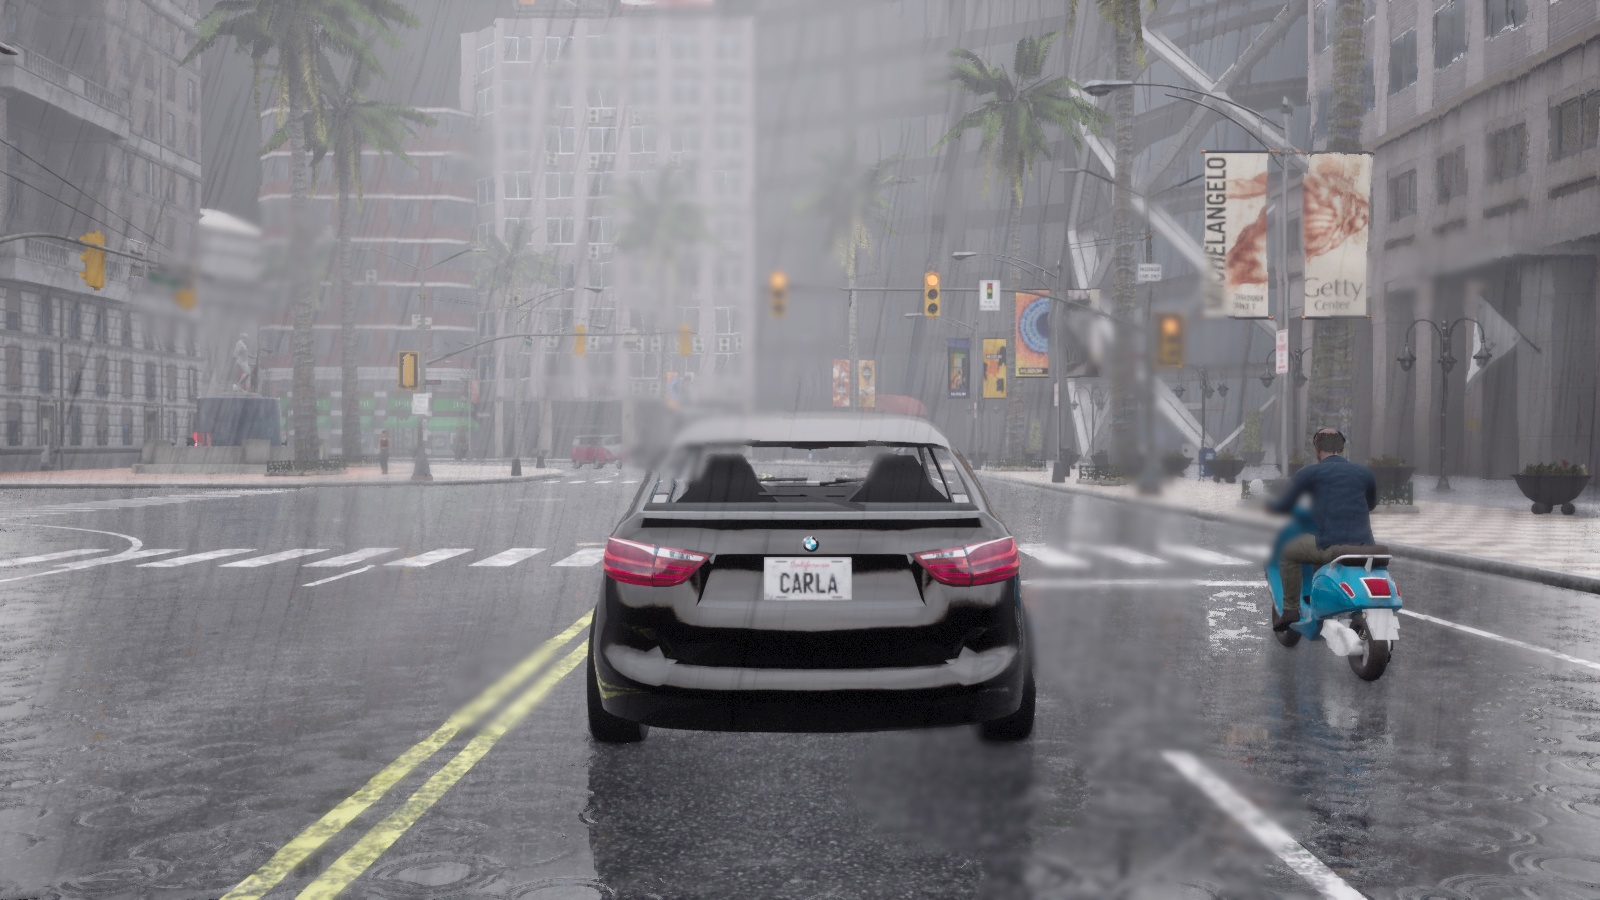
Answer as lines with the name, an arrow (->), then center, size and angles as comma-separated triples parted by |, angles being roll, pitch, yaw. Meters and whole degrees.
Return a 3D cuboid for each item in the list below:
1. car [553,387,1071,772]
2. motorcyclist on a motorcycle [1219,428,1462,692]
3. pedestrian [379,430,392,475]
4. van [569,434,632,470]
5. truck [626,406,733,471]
car -> 0.062, 0.547, 7.745 | 2.242, 1.667, 4.611 | 0, 0, 0
motorcyclist on a motorcycle -> 3.552, 0.655, 8.461 | 0.866, 1.590, 1.817 | 0, 0, 1
pedestrian -> -16.961, 0.099, 51.443 | 0.345, 1.836, 0.594 | 0, 0, -1
van -> -11.444, 0.084, 71.881 | 1.775, 1.987, 4.442 | 0, 0, -35
truck -> -6.956, -0.643, 71.233 | 2.891, 3.462, 7.936 | 0, 0, -31
